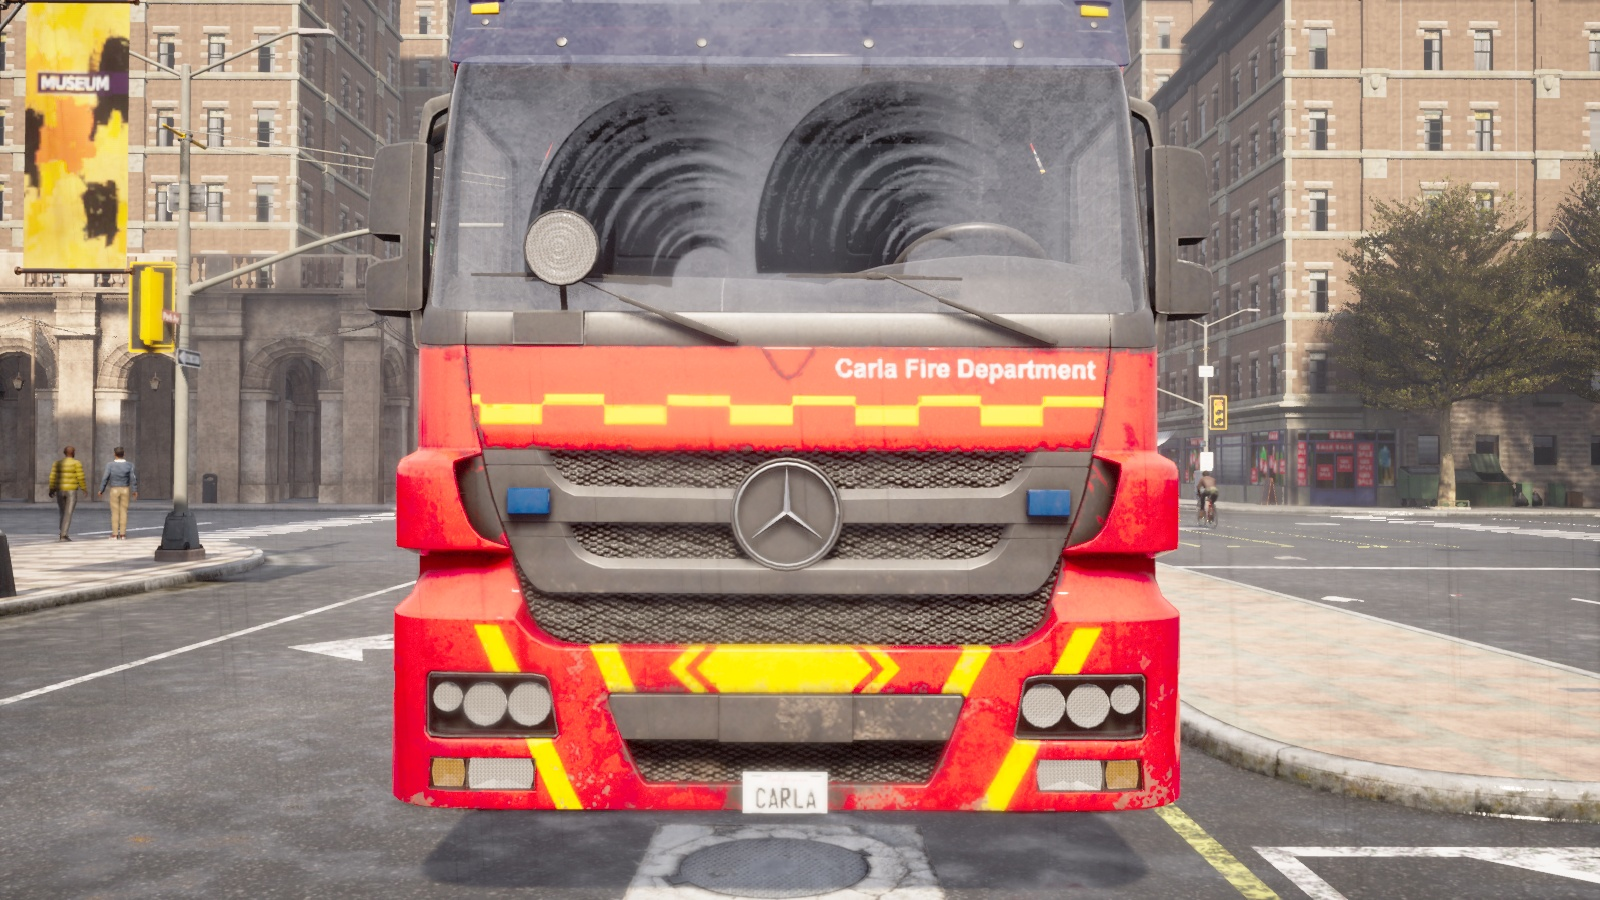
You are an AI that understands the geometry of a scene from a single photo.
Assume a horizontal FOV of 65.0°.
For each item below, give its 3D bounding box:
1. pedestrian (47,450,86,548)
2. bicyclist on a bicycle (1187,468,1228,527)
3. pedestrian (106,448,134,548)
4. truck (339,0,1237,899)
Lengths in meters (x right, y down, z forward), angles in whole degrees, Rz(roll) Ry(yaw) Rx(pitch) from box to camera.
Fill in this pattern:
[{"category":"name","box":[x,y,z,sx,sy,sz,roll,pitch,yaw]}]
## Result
[{"category":"pedestrian","box":[-13.941,0.927,23.882,0.370,1.835,0.726,0,-1,-8]},{"category":"bicyclist on a bicycle","box":[11.388,1.310,35.139,0.582,1.620,1.656,0,-1,0]},{"category":"pedestrian","box":[-13.447,0.941,24.820,0.423,1.949,0.788,0,-1,-32]},{"category":"truck","box":[-0.054,-0.211,8.305,2.891,3.827,8.468,0,-1,0]}]
